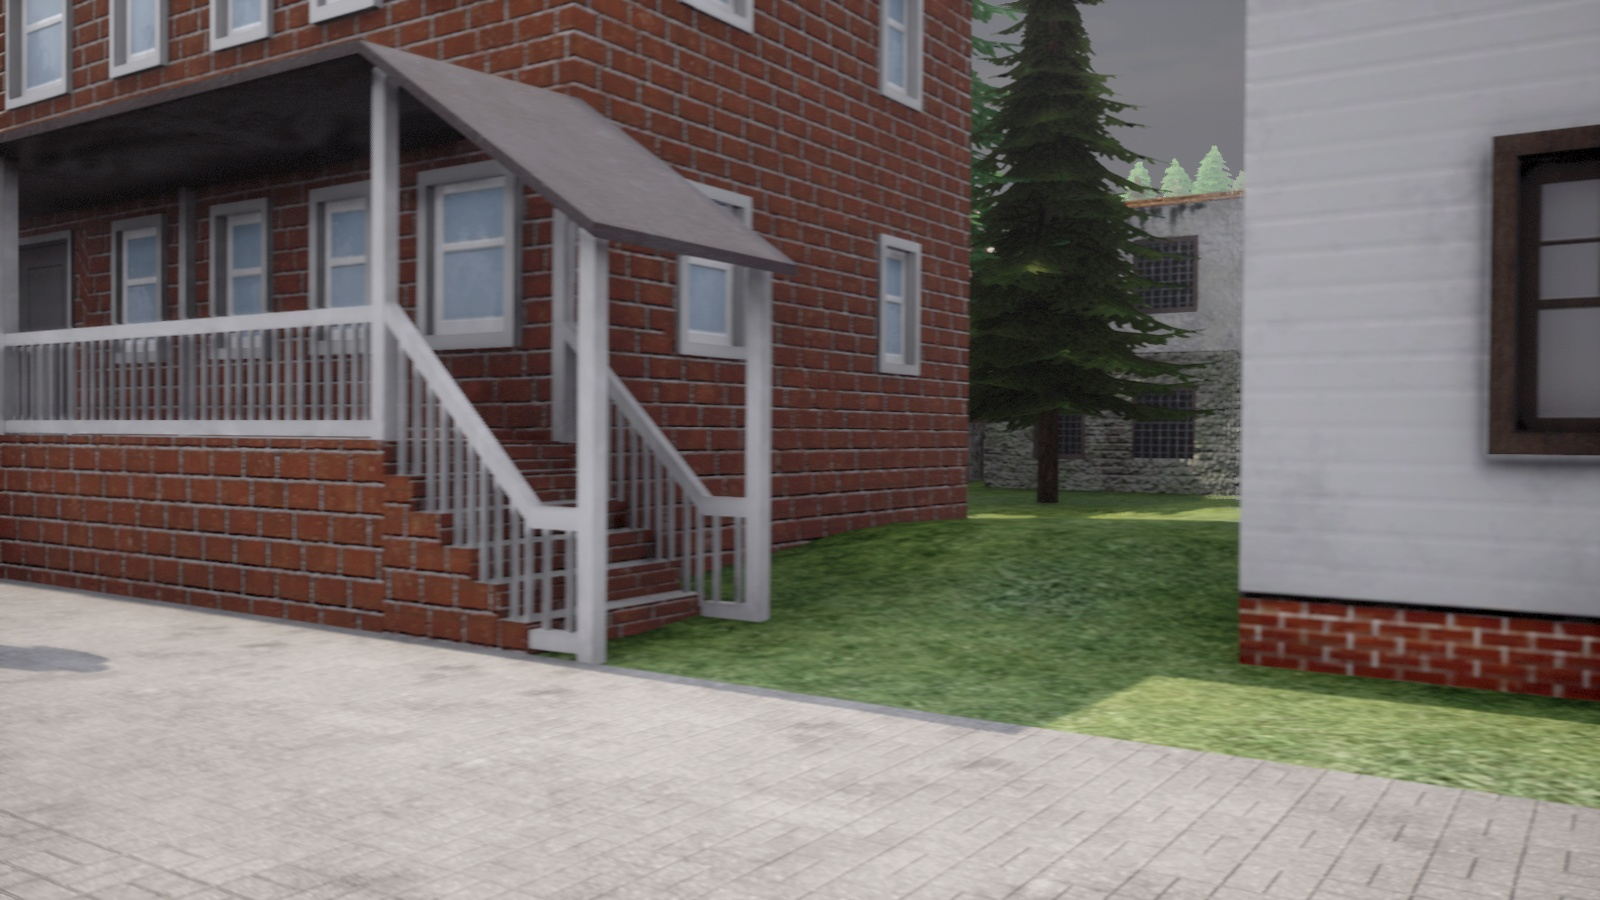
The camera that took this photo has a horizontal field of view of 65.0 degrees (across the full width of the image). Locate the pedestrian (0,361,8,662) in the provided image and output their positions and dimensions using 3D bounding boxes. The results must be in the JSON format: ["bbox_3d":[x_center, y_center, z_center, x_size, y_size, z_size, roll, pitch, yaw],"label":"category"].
[{"bbox_3d":[-5.505,0.396,8.096,0.692,1.930,0.396,0,1,34],"label":"pedestrian"}]
